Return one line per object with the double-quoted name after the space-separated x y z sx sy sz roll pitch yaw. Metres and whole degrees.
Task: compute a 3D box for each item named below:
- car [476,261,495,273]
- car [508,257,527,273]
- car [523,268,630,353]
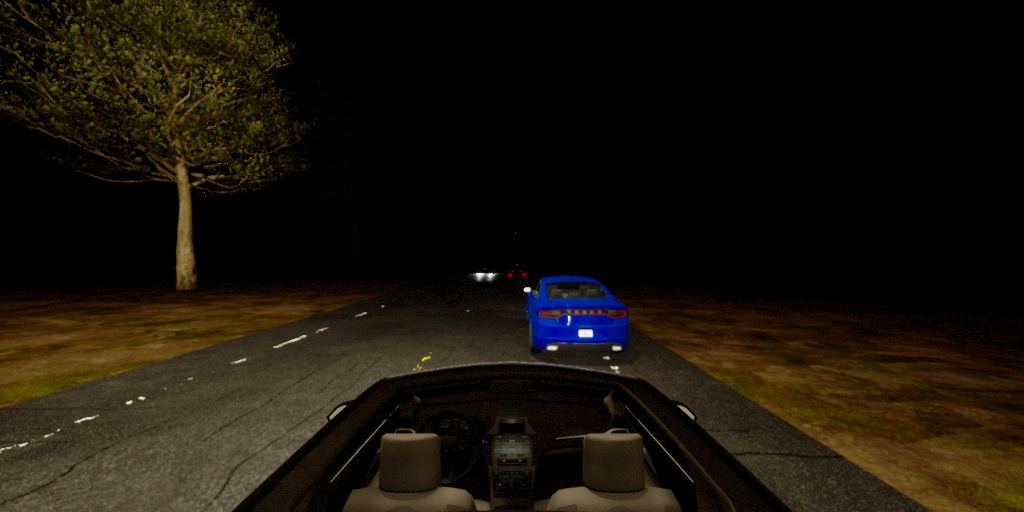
-3.038 1.250 42.102 1.994 1.385 4.181 0 0 1 "car"
0.648 1.035 42.557 2.097 1.767 4.553 0 0 1 "car"
1.338 1.219 8.822 1.882 1.535 5.008 0 0 1 "car"
